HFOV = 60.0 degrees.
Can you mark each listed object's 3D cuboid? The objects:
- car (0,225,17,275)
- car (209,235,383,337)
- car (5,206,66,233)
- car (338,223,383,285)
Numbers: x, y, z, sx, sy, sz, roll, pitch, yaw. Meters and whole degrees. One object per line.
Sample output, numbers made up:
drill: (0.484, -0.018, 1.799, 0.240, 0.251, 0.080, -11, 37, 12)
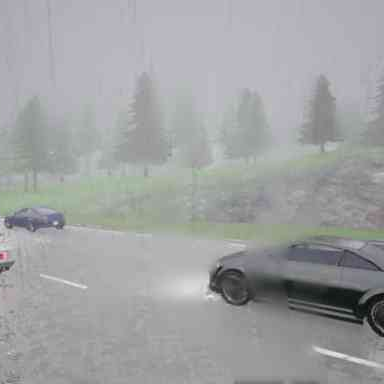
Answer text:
car: (-6.835, 1.617, 9.075, 4.718, 1.301, 1.895, 0, 0, 37)
car: (2.414, 1.568, 6.597, 4.181, 1.385, 1.994, 0, 0, 36)
car: (-9.383, 1.555, 19.879, 4.674, 1.442, 1.812, 0, 0, 38)
car: (6.285, 1.602, 8.114, 4.718, 1.301, 1.895, 0, 0, 36)
